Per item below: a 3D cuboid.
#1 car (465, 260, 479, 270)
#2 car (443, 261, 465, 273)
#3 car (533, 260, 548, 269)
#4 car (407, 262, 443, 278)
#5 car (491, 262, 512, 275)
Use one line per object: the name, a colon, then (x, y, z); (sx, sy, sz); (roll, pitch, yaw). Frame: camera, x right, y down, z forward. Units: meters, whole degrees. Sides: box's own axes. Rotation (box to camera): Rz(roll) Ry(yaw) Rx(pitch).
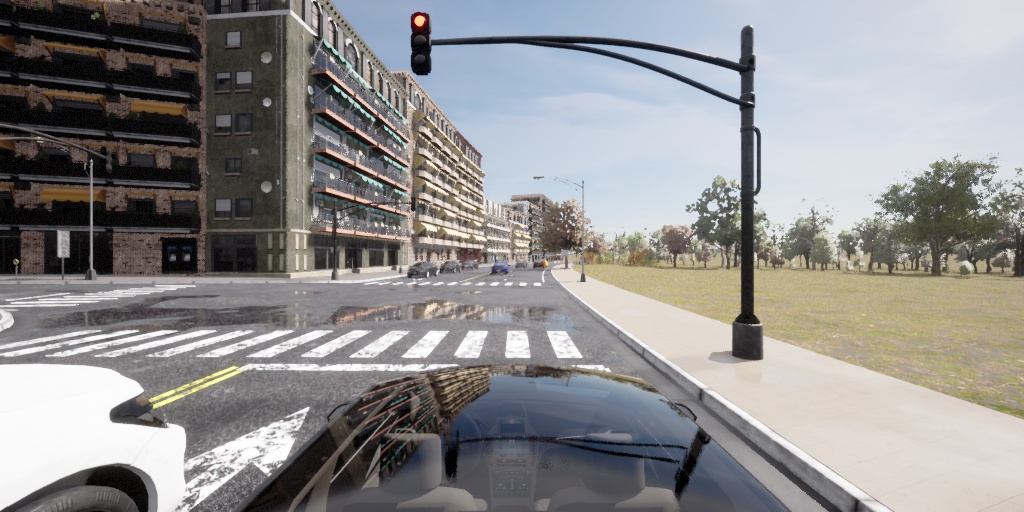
car: (-6.407, 1.378, 54.929); (2.128, 1.511, 4.902); (0, 0, 7)
car: (-7.593, 1.350, 44.608); (1.837, 1.490, 4.892); (0, 0, 6)
car: (4.865, 1.413, 63.842); (1.882, 1.535, 5.008); (0, 0, 9)
car: (-8.504, 1.313, 34.511); (1.837, 1.490, 4.892); (0, 0, 5)
car: (-1.225, 1.358, 40.840); (1.812, 1.442, 4.674); (0, 0, 5)
